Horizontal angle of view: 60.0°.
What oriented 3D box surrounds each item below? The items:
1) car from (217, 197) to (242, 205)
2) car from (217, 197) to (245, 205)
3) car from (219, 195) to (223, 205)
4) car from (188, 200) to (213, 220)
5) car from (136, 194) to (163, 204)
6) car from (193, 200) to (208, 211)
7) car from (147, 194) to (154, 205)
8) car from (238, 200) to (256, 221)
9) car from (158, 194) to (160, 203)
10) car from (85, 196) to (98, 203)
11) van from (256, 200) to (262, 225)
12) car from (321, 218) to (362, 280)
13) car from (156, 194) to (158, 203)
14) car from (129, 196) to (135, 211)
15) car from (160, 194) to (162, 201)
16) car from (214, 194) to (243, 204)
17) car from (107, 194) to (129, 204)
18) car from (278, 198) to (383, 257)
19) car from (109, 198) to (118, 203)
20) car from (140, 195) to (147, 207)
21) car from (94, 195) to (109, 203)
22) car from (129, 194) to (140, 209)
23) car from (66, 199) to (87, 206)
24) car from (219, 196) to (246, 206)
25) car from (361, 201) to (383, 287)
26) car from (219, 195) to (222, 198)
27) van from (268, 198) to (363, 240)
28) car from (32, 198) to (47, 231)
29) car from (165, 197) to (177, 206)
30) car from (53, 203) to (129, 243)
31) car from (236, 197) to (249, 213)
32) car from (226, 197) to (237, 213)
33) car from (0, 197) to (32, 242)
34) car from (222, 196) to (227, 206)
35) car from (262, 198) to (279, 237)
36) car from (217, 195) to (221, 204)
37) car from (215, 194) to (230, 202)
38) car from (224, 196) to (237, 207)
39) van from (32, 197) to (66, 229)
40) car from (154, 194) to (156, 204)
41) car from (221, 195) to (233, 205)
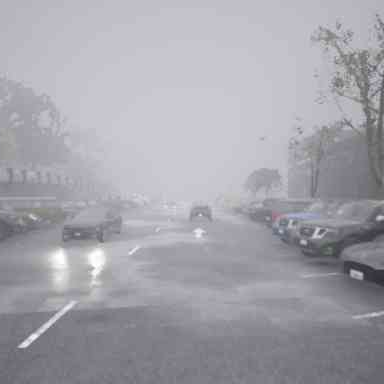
[{"bbox_3d":[7.627,1.787,67.691,4.674,1.452,2.002,1,0,-19],"label":"car"},{"bbox_3d":[7.557,1.738,64.735,4.892,1.521,2.231,1,0,-18],"label":"car"},{"bbox_3d":[7.172,1.686,49.953,5.008,1.535,2.097,1,0,-18],"label":"car"},{"bbox_3d":[0.737,1.615,28.903,1.837,1.490,4.892,0,0,2],"label":"car"},{"bbox_3d":[-9.228,1.467,72.506,5.566,2.045,2.435,-1,0,-19],"label":"car"},{"bbox_3d":[1.152,1.767,45.264,1.895,1.301,4.718,0,0,1],"label":"car"},{"bbox_3d":[-9.640,1.403,54.408,5.566,2.045,2.435,-1,0,-19],"label":"car"},{"bbox_3d":[6.572,1.604,26.275,4.892,1.521,2.231,1,0,-19],"label":"car"},{"bbox_3d":[-9.328,1.571,66.487,4.553,1.767,2.185,-1,0,-19],"label":"car"},{"bbox_3d":[-10.319,1.434,27.203,4.553,1.767,2.185,-1,0,-18],"label":"car"},{"bbox_3d":[6.536,1.357,20.407,4.442,1.987,1.878,1,0,-19],"label":"van"},{"bbox_3d":[6.104,1.565,8.511,4.792,1.488,2.163,1,0,-19],"label":"car"},{"bbox_3d":[-9.466,1.561,63.452,4.553,1.767,2.185,-1,-1,-19],"label":"car"},{"bbox_3d":[-9.872,1.598,39.350,5.366,1.575,1.946,-1,0,-19],"label":"car"},{"bbox_3d":[-9.287,1.709,69.501,4.892,1.521,2.231,-1,-1,-19],"label":"car"},{"bbox_3d":[7.730,1.507,70.667,5.566,2.045,2.435,1,0,-18],"label":"car"},{"bbox_3d":[-10.154,1.341,36.257,5.566,2.045,2.435,-1,0,-19],"label":"car"},{"bbox_3d":[6.175,1.296,11.478,5.566,2.045,2.435,1,0,-19],"label":"car"},{"bbox_3d":[-10.171,1.611,33.254,4.792,1.488,2.163,-1,-1,-18],"label":"car"},{"bbox_3d":[-9.850,1.383,48.344,5.566,2.045,2.435,-1,0,-19],"label":"car"},{"bbox_3d":[-10.250,1.445,30.232,4.553,1.767,2.185,-1,0,-19],"label":"car"},{"bbox_3d":[-9.941,1.361,42.317,5.566,2.045,2.435,-1,0,-18],"label":"car"},{"bbox_3d":[-10.439,1.550,24.184,4.892,1.521,2.231,-1,0,-19],"label":"car"},{"bbox_3d":[7.509,1.602,61.784,4.553,1.767,2.185,1,0,-18],"label":"car"},{"bbox_3d":[6.071,1.274,5.595,5.566,2.045,2.435,1,0,-18],"label":"car"},{"bbox_3d":[7.275,1.726,52.917,4.792,1.488,2.163,1,0,-18],"label":"car"},{"bbox_3d":[6.460,1.346,17.449,4.442,1.987,1.878,1,0,-19],"label":"van"},{"bbox_3d":[-10.621,1.401,18.137,4.553,1.767,2.185,-1,-1,-19],"label":"car"},{"bbox_3d":[-3.663,1.703,58.539,1.837,1.490,4.892,0,0,2],"label":"car"},{"bbox_3d":[-4.764,1.527,16.566,1.882,1.535,5.008,0,0,2],"label":"car"},{"bbox_3d":[6.679,1.488,29.249,4.553,1.767,2.185,1,0,-18],"label":"car"},{"bbox_3d":[6.849,1.674,38.098,4.792,1.488,2.163,1,0,-19],"label":"car"},{"bbox_3d":[-10.644,1.263,15.139,5.566,2.045,2.435,-1,-1,-19],"label":"car"},{"bbox_3d":[7.024,1.665,44.025,5.008,1.535,2.097,1,0,-19],"label":"car"},{"bbox_3d":[6.252,1.307,14.436,5.566,2.045,2.435,1,0,-19],"label":"car"},{"bbox_3d":[7.328,1.707,55.866,4.892,1.521,2.231,1,0,-18],"label":"car"},{"bbox_3d":[7.229,1.710,58.753,5.366,1.575,1.946,1,0,-19],"label":"car"},{"bbox_3d":[7.120,1.655,41.138,5.366,1.575,1.946,1,0,-18],"label":"car"},{"bbox_3d":[-10.621,1.313,21.121,4.442,1.987,1.878,-1,0,-19],"label":"van"},{"bbox_3d":[-9.537,1.551,60.426,4.553,1.767,2.185,-1,-1,-18],"label":"car"},{"bbox_3d":[7.272,1.675,47.054,5.366,1.575,1.946,1,0,-18],"label":"car"}]
